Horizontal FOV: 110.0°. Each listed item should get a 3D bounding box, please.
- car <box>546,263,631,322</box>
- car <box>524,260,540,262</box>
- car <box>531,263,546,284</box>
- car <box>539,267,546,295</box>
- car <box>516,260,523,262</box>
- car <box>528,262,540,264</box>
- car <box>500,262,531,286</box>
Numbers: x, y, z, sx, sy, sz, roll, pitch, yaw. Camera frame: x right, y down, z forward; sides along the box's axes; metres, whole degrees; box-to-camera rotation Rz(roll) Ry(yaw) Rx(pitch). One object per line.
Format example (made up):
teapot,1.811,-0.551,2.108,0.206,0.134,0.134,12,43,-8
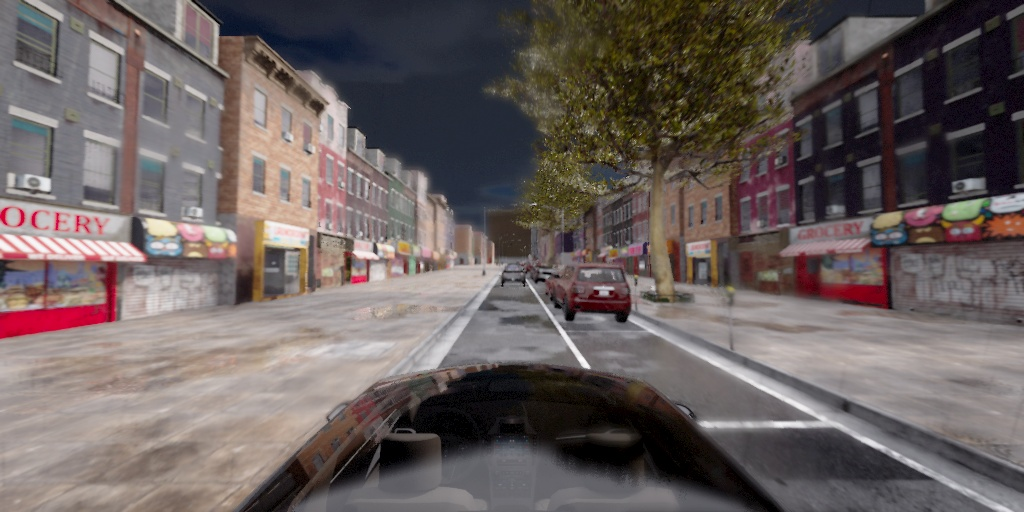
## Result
car,2.640,1.177,12.784,2.192,1.841,5.009,0,0,0
car,2.642,1.386,46.119,2.192,1.841,5.009,0,0,0
car,2.641,1.550,29.456,1.948,1.339,4.313,0,0,0
car,2.641,1.455,18.343,1.888,1.381,4.507,0,0,0
car,0.090,1.578,42.571,1.812,1.442,4.674,0,0,0
car,2.641,1.580,35.012,1.948,1.339,4.313,0,0,0
car,0.092,1.467,27.763,2.128,1.511,4.902,0,0,0
